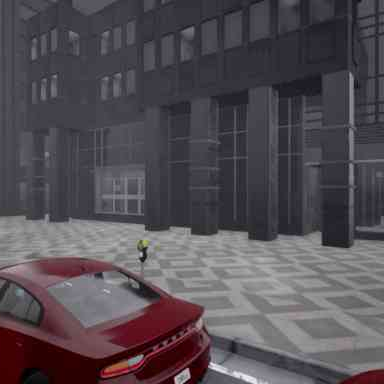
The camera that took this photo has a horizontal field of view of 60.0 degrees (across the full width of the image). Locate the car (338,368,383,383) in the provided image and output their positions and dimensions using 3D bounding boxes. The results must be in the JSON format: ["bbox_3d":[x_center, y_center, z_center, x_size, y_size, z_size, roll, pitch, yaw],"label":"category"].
[{"bbox_3d":[2.691,1.545,1.048,4.507,1.381,1.887,0,0,35],"label":"car"}]

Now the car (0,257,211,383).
[{"bbox_3d":[-1.905,1.545,4.311,4.507,1.381,1.887,0,0,35],"label":"car"}]
